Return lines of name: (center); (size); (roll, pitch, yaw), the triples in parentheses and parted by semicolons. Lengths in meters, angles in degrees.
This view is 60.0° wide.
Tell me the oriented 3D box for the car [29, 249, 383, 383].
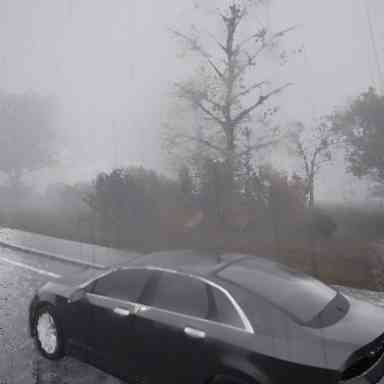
car: (-0.211, 1.514, 4.296); (4.892, 1.490, 1.837); (0, 0, 37)
